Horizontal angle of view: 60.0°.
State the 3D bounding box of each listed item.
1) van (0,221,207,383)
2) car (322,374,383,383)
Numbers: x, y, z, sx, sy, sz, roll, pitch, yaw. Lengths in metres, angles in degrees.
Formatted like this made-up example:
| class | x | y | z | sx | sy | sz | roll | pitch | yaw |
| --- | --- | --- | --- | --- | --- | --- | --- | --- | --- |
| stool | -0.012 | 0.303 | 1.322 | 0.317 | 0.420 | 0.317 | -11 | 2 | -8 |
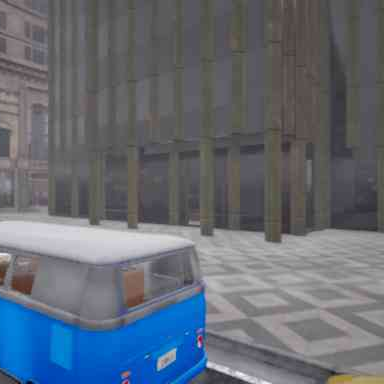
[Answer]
| class | x | y | z | sx | sy | sz | roll | pitch | yaw |
| --- | --- | --- | --- | --- | --- | --- | --- | --- | --- |
| van | -1.741 | 1.331 | 4.213 | 3.998 | 1.788 | 1.690 | 0 | 0 | 36 |
| car | 2.617 | 1.530 | 1.102 | 4.829 | 1.417 | 1.752 | 0 | 0 | 36 |
